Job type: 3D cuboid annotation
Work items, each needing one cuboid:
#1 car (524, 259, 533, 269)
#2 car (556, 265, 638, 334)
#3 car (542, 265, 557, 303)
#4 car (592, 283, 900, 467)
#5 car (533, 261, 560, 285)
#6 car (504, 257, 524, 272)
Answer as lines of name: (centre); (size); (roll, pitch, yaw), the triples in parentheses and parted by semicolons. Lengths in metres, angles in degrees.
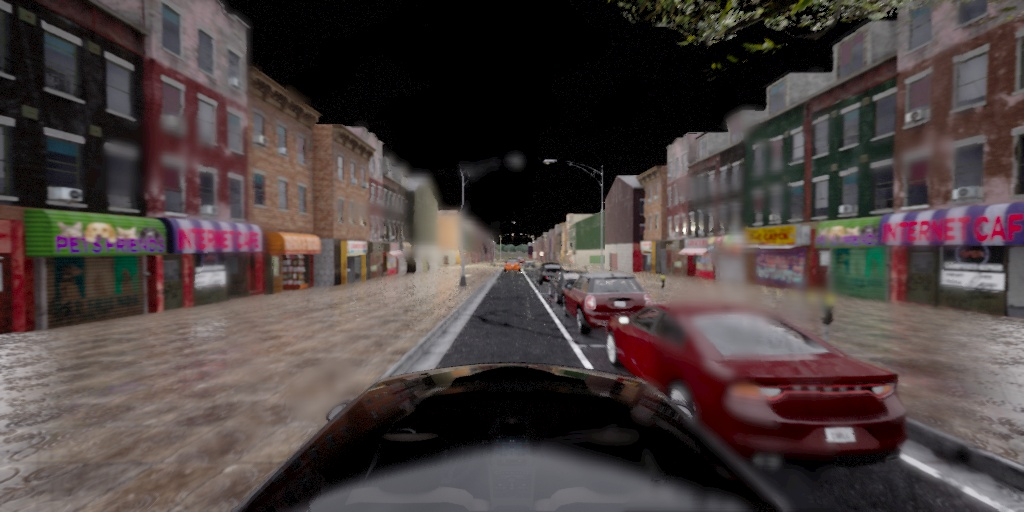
car: (2.666, 1.315, 55.008); (2.007, 1.370, 4.403); (0, 0, 0)
car: (2.642, 1.186, 10.644); (1.967, 1.591, 4.097); (0, 0, 0)
car: (2.645, 1.296, 16.189); (2.007, 1.370, 4.403); (0, 0, 0)
car: (2.639, 1.293, 5.099); (1.888, 1.381, 4.507); (0, 0, 0)
car: (2.763, 1.252, 26.197); (1.837, 1.490, 4.892); (0, 0, 0)
car: (0.084, 1.111, 46.510); (2.097, 1.767, 4.553); (0, 0, 0)
